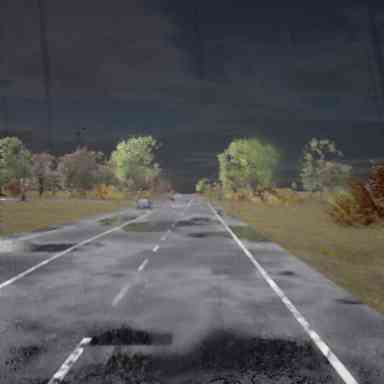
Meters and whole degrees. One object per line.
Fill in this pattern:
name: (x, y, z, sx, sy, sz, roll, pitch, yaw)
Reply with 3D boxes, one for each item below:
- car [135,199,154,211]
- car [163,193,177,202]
car: (-6.118, 1.582, 42.840, 1.812, 1.442, 4.674, -1, 0, 1)
car: (-5.427, 1.310, 78.446, 2.150, 2.045, 5.566, -1, 0, 1)
